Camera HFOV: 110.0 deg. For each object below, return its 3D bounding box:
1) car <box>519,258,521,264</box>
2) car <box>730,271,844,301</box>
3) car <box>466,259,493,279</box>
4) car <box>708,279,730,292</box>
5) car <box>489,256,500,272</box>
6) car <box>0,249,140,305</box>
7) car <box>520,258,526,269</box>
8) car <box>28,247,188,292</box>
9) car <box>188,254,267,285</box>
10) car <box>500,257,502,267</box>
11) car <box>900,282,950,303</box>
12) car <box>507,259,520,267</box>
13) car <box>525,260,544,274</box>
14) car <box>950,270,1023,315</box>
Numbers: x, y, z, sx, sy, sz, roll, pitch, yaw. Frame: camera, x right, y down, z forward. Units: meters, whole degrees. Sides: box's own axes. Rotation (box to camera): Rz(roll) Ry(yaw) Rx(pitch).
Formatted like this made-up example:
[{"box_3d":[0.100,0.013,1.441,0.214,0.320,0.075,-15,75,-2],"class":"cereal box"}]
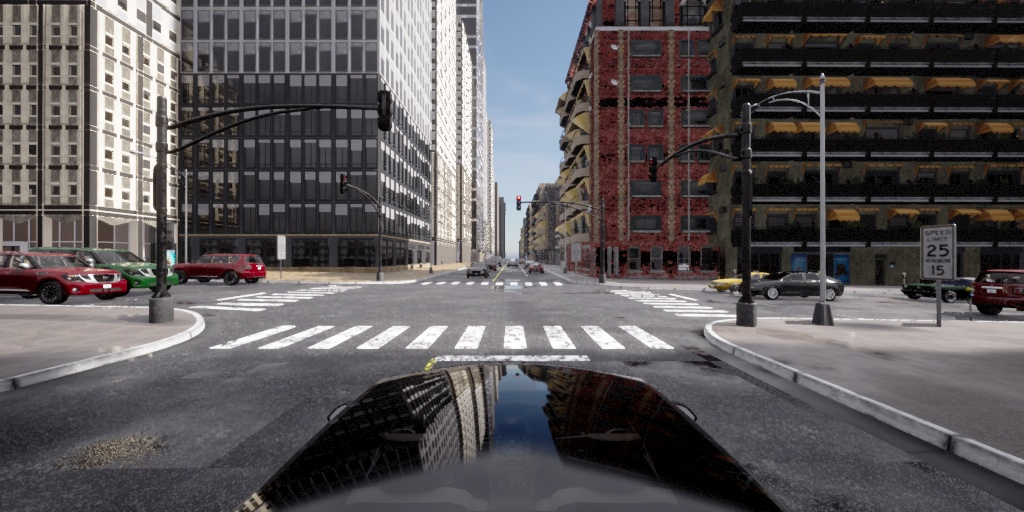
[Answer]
[{"box_3d":[2.731,1.321,60.205,2.007,1.370,4.403,0,0,0],"class":"car"},{"box_3d":[14.926,1.562,19.316,4.892,1.490,1.837,1,0,2],"class":"car"},{"box_3d":[-3.074,1.259,32.992,1.837,1.490,4.892,0,0,0],"class":"car"},{"box_3d":[14.644,1.587,21.934,4.829,1.417,1.751,0,0,0],"class":"car"},{"box_3d":[-3.059,1.113,46.794,2.097,1.767,4.553,0,0,0],"class":"car"},{"box_3d":[-17.567,0.757,13.294,5.009,1.841,2.192,0,0,0],"class":"car"},{"box_3d":[2.726,1.317,54.557,2.007,1.370,4.403,0,0,0],"class":"car"},{"box_3d":[-18.240,0.658,15.883,5.566,2.045,2.150,1,0,0],"class":"car"},{"box_3d":[-17.696,0.776,21.673,5.009,1.841,2.192,0,0,0],"class":"car"},{"box_3d":[-2.983,0.997,65.276,2.150,2.045,5.566,0,0,1],"class":"car"},{"box_3d":[24.217,1.827,19.421,4.718,1.301,1.895,1,0,-1],"class":"car"},{"box_3d":[0.138,1.338,65.040,1.994,1.385,4.181,0,0,1],"class":"car"},{"box_3d":[2.768,1.341,41.639,1.802,1.307,4.207,0,0,0],"class":"car"},{"box_3d":[20.607,1.461,13.634,5.009,1.841,2.192,0,0,0],"class":"car"}]
